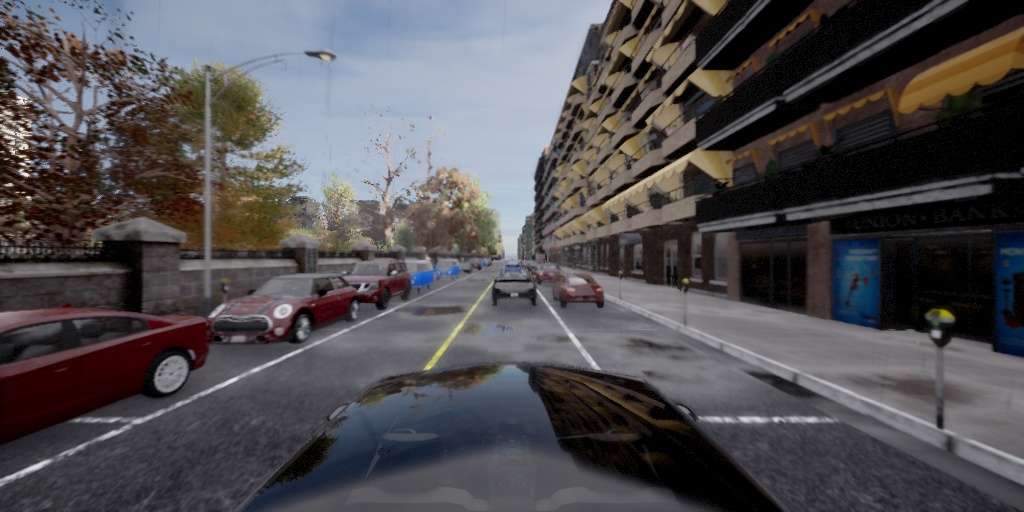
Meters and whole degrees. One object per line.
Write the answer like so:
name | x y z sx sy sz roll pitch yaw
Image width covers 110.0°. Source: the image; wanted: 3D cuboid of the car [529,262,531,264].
car | 2.696 1.417 31.976 1.802 1.307 4.207 0 0 0

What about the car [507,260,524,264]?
car | 0.107 1.347 43.463 1.882 1.535 5.008 0 0 0

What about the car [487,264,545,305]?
car | 0.100 1.282 16.181 2.128 1.511 4.902 0 0 0

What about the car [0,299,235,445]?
car | -5.689 1.300 3.826 1.888 1.381 4.507 0 0 0

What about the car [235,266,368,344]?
car | -5.687 1.209 9.455 1.967 1.591 4.097 0 0 0

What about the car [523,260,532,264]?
car | 2.698 1.435 43.236 1.948 1.339 4.313 0 0 0

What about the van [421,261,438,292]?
van | -5.686 1.143 20.716 1.690 1.789 3.998 0 0 0

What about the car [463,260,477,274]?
car | -5.683 1.435 43.237 1.948 1.339 4.313 0 0 0

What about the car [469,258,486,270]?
car | -5.680 1.221 54.497 2.192 1.841 5.009 0 0 0

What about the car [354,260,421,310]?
car | -5.687 1.101 15.085 2.192 1.841 5.009 0 0 0

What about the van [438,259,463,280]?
van | -5.684 1.176 31.977 1.690 1.789 3.998 0 0 0

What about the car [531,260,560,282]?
car | 2.695 1.258 26.345 1.967 1.591 4.097 0 0 0

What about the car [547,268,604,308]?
car | 2.693 1.368 15.084 1.802 1.307 4.207 0 0 0
